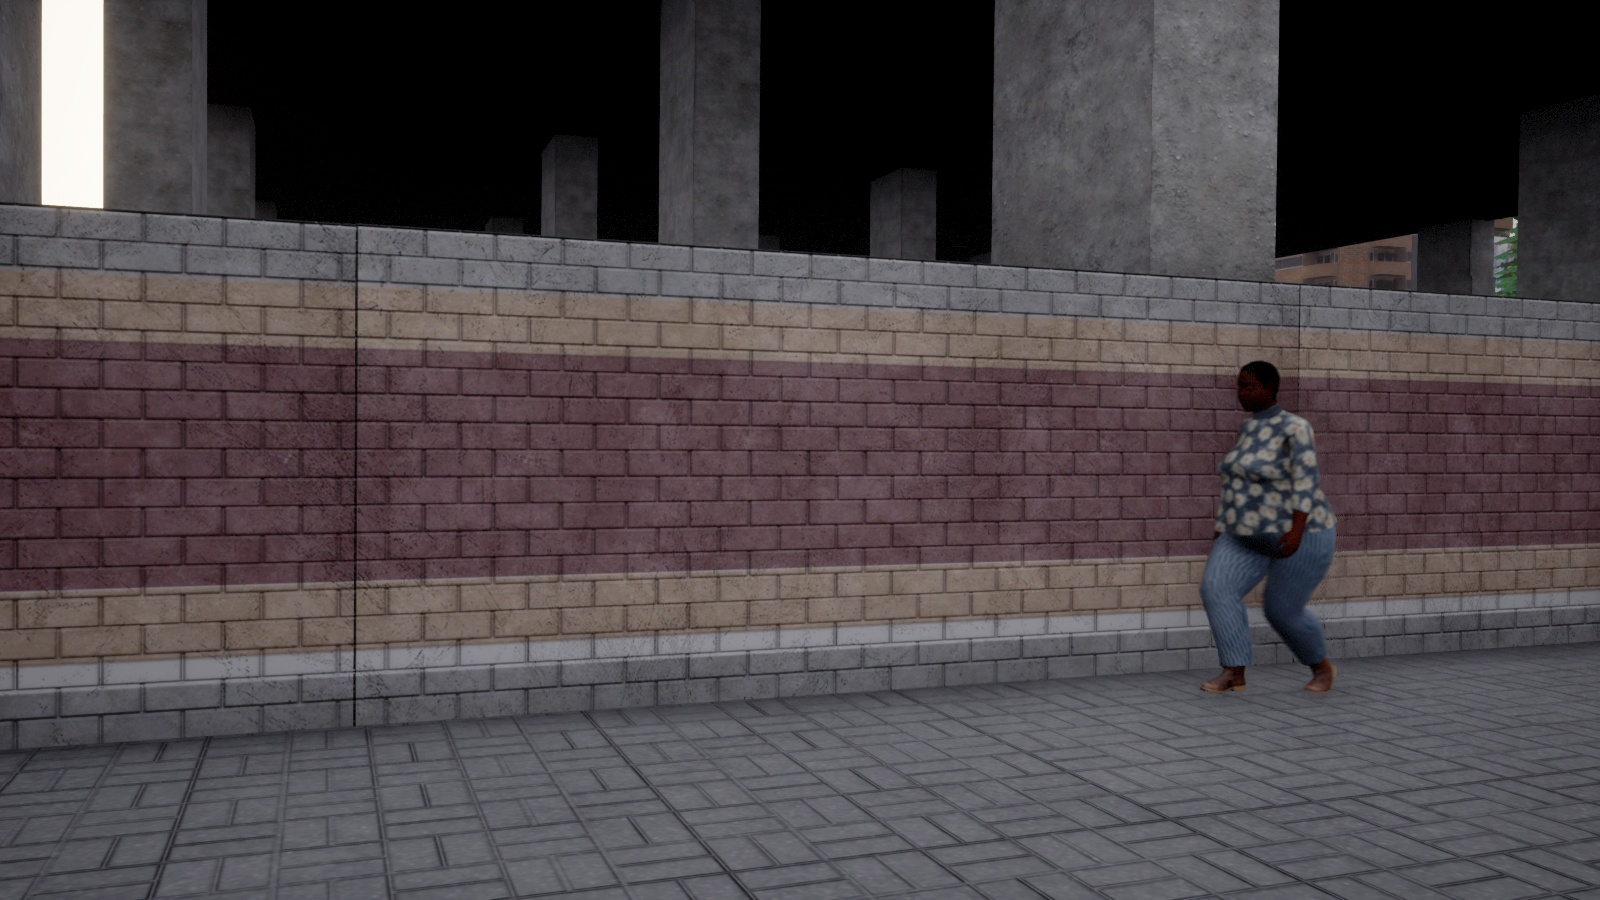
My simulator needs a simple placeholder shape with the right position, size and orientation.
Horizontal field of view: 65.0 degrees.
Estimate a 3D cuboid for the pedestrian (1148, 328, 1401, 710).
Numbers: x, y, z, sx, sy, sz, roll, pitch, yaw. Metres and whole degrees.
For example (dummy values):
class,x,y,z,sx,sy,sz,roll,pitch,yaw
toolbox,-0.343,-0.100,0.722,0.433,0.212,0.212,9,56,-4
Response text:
class,x,y,z,sx,sy,sz,roll,pitch,yaw
pedestrian,2.497,0.326,6.671,0.900,1.855,0.874,-1,1,-20
